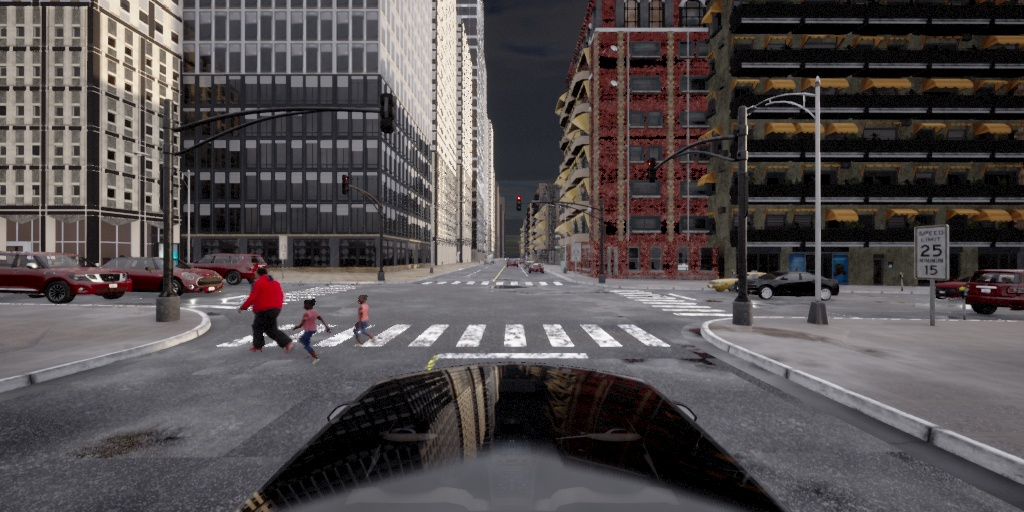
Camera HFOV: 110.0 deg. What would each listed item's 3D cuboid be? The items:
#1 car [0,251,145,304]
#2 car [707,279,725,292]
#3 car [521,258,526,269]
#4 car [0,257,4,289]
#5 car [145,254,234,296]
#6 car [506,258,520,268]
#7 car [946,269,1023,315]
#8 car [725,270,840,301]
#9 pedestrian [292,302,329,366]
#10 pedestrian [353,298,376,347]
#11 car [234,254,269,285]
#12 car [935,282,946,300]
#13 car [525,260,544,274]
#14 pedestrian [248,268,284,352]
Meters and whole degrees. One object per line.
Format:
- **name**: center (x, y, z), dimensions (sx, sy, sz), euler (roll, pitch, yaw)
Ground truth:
- **car**: center (-17.560, 0.757, 13.484), dimensions (5.009, 1.841, 2.192), euler (0, 0, 0)
- **car**: center (14.657, 1.587, 22.103), dimensions (4.829, 1.417, 1.751), euler (0, 0, 0)
- **car**: center (2.760, 1.317, 54.733), dimensions (2.007, 1.370, 4.403), euler (0, 0, 0)
- **car**: center (-26.569, 0.758, 16.010), dimensions (5.008, 1.535, 1.882), euler (1, 0, -1)
- **car**: center (-15.724, 0.835, 16.089), dimensions (4.553, 1.767, 2.097), euler (1, 0, 0)
- **car**: center (0.082, 1.125, 63.972), dimensions (2.097, 1.767, 4.553), euler (0, 0, 0)
- **car**: center (20.614, 1.461, 13.799), dimensions (5.009, 1.841, 2.192), euler (0, 0, 0)
- **car**: center (14.819, 1.532, 19.517), dimensions (5.008, 1.535, 1.882), euler (1, 0, 0)
- **pedestrian**: center (-3.722, 1.044, 6.635), dimensions (0.375, 1.860, 0.375), euler (0, 0, 0)
- **pedestrian**: center (-3.284, 1.044, 7.947), dimensions (0.375, 1.860, 0.375), euler (0, 0, 0)
- **car**: center (-17.684, 0.776, 21.863), dimensions (5.009, 1.841, 2.192), euler (0, 0, 0)
- **car**: center (25.993, 1.736, 19.597), dimensions (5.008, 1.535, 1.882), euler (1, 0, 0)
- **car**: center (2.793, 1.341, 41.816), dimensions (1.802, 1.307, 4.207), euler (0, 0, 0)
- **pedestrian**: center (-4.973, 1.044, 7.260), dimensions (0.375, 1.860, 0.375), euler (0, 0, 0)
